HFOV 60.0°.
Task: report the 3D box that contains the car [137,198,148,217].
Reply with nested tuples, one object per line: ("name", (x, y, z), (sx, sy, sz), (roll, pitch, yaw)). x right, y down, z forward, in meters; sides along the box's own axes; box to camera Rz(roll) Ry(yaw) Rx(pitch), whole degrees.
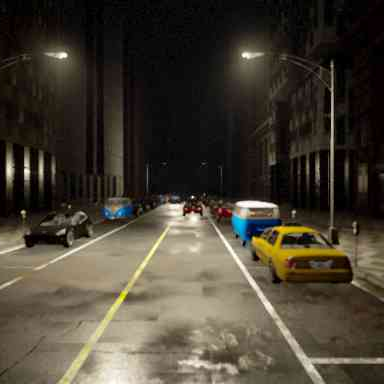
("car", (-5.755, 1.570, 31.812), (1.947, 1.339, 4.313), (0, 0, 0))

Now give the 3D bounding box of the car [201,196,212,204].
("car", (2.781, 1.555, 65.638), (1.887, 1.381, 4.507), (0, 0, 0))

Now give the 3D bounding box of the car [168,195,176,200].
("car", (-5.735, 1.570, 93.815), (2.008, 1.369, 4.403), (0, 0, 0))

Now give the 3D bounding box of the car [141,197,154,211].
("car", (-5.753, 1.571, 37.449), (1.947, 1.339, 4.313), (0, 0, 0))

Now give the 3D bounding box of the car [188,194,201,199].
("car", (0.021, 1.500, 55.179), (2.128, 1.511, 4.902), (0, 0, 0))

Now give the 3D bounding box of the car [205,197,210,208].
("car", (2.772, 1.556, 37.457), (2.008, 1.369, 4.403), (0, 0, 0))

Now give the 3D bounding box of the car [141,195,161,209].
("car", (-5.752, 1.321, 43.085), (2.192, 1.841, 5.009), (0, 0, 0))

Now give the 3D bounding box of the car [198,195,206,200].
("car", (2.790, 1.585, 93.819), (1.947, 1.339, 4.313), (0, 0, 0))

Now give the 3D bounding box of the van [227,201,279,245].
("van", (2.764, 1.342, 14.911), (1.690, 1.788, 3.998), (0, 0, 0))

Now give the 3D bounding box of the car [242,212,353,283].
("car", (2.763, 1.526, 9.445), (1.752, 1.417, 4.829), (0, 0, 0))

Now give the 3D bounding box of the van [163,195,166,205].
("van", (-5.749, 1.349, 54.359), (1.690, 1.788, 3.998), (0, 0, 0))

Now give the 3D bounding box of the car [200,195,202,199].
("car", (2.777, 1.574, 54.365), (1.947, 1.339, 4.313), (0, 0, 0))

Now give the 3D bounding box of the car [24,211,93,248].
("car", (-5.761, 1.567, 14.901), (1.947, 1.339, 4.313), (0, 0, 0))

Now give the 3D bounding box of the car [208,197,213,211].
("car", (2.770, 1.529, 31.990), (1.752, 1.417, 4.829), (0, 0, 0))

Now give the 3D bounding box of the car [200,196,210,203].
("car", (2.783, 1.578, 71.275), (1.947, 1.339, 4.313), (0, 0, 0))

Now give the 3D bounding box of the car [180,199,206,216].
("car", (0.085, 1.605, 32.631), (1.895, 1.301, 4.718), (0, 0, 0))

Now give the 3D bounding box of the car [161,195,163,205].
("car", (-5.750, 1.552, 48.722), (1.887, 1.381, 4.507), (0, 0, 0))

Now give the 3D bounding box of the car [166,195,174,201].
("car", (-5.737, 1.542, 88.009), (1.752, 1.417, 4.829), (0, 0, 0))

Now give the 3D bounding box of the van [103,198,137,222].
("van", (-5.758, 1.344, 26.175), (1.690, 1.788, 3.998), (0, 0, 0))

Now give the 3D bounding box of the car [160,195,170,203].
("car", (-5.743, 1.452, 71.269), (1.967, 1.590, 4.097), (0, 0, 0))

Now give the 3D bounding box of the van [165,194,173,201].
("van", (-5.740, 1.355, 82.542), (1.690, 1.788, 3.998), (0, 0, 0))

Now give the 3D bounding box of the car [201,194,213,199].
("car", (2.775, 1.447, 48.729), (1.967, 1.590, 4.097), (0, 0, 0))

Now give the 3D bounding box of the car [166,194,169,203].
("car", (-5.746, 1.449, 59.996), (1.967, 1.590, 4.097), (0, 0, 0))

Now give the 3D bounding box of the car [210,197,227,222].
("car", (2.768, 1.443, 26.184), (1.967, 1.590, 4.097), (0, 0, 0))

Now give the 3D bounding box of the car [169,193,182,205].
("car", (-3.022, 1.502, 60.655), (2.128, 1.511, 4.902), (0, 0, 1))
